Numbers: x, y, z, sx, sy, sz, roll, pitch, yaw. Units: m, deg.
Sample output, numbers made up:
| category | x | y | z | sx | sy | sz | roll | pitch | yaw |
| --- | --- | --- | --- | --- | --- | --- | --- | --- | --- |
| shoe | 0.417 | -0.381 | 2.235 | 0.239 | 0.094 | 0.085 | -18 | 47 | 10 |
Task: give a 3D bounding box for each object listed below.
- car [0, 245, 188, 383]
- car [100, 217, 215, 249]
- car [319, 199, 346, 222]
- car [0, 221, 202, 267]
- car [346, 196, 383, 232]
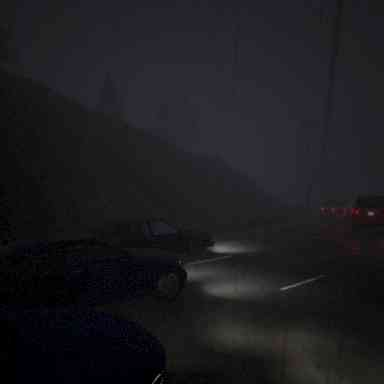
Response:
| category | x | y | z | sx | sy | sz | roll | pitch | yaw |
| --- | --- | --- | --- | --- | --- | --- | --- | --- | --- |
| car | -2.463 | 1.488 | 2.060 | 5.008 | 1.535 | 1.882 | 0 | 0 | -36 |
| car | -1.693 | 1.575 | 11.409 | 5.357 | 1.411 | 2.033 | 0 | 0 | -39 |
| car | 11.899 | 1.382 | 27.189 | 2.097 | 1.767 | 4.553 | 0 | 0 | 32 |
| car | -2.265 | 1.545 | 6.569 | 4.674 | 1.442 | 1.812 | 0 | 0 | -37 |
| car | 11.083 | 1.238 | 19.659 | 2.150 | 2.045 | 5.566 | 0 | 0 | 38 |
